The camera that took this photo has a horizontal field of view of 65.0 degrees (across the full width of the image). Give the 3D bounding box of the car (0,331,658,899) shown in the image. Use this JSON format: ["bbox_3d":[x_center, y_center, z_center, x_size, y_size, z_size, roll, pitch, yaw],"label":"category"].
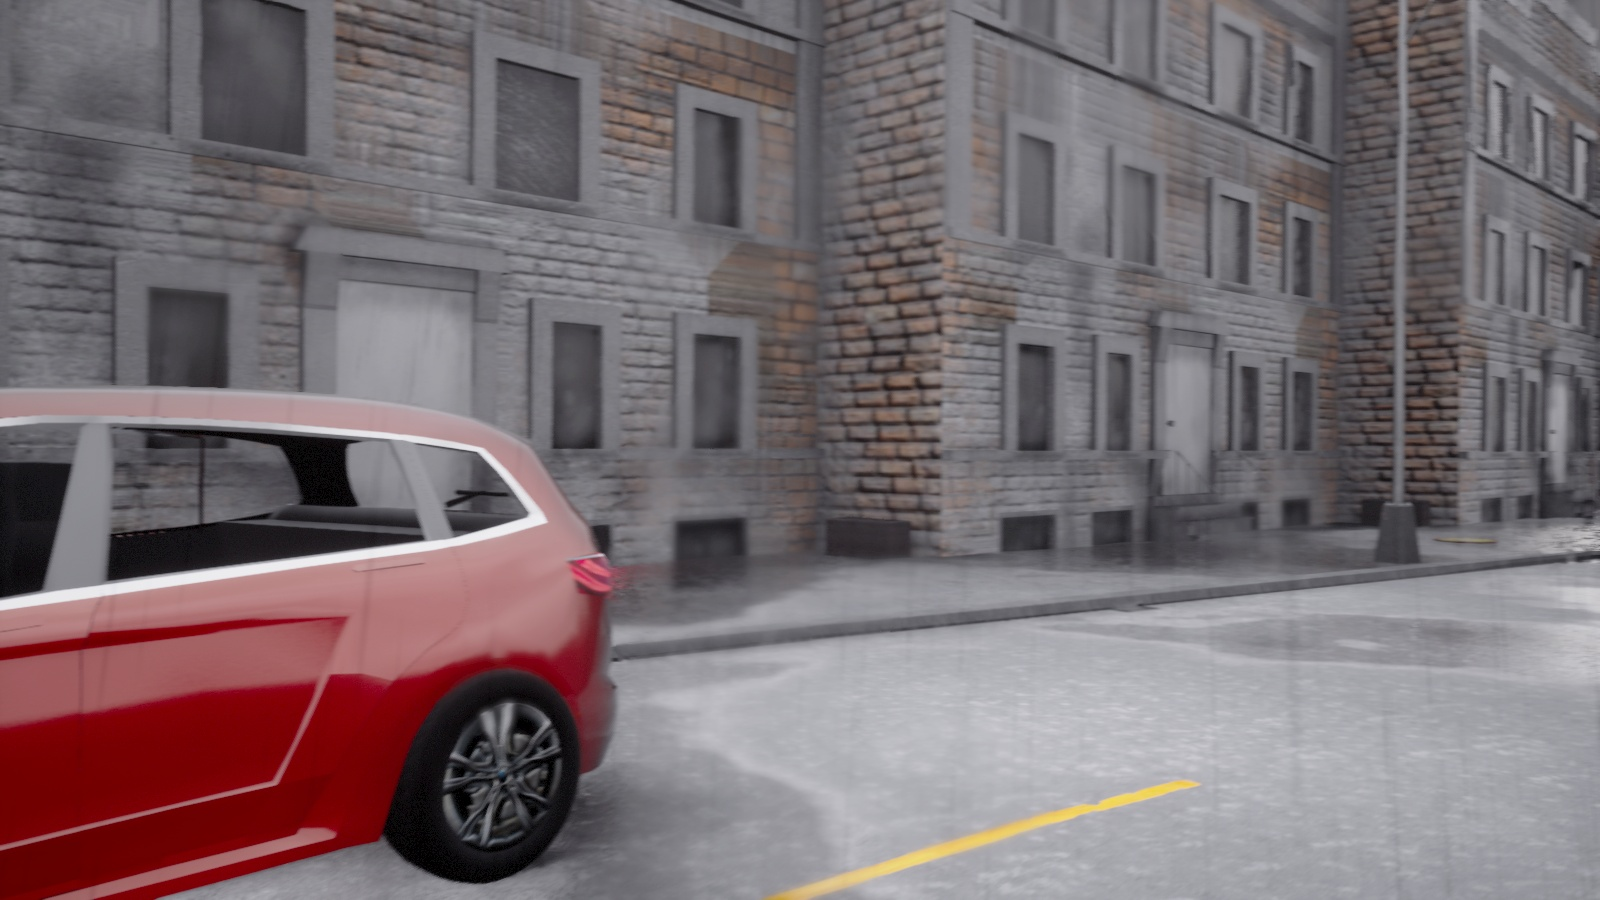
[{"bbox_3d":[-2.832,0.545,3.581,2.242,1.667,4.611,1,0,38],"label":"car"}]

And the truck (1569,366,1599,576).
[{"bbox_3d":[12.097,0.260,15.470,5.204,2.467,2.627,0,0,-36],"label":"truck"}]
